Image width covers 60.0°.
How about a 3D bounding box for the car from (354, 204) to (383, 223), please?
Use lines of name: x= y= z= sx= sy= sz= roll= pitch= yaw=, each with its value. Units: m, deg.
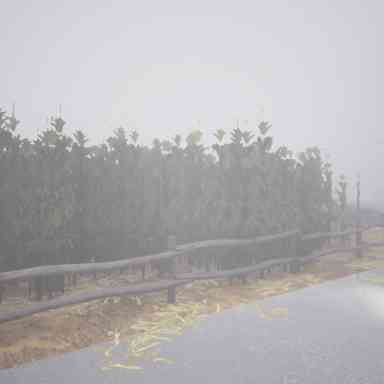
car: x=12.113 y=1.564 z=24.281 sx=1.994 sy=1.385 sz=4.181 roll=0 pitch=0 yaw=-34
